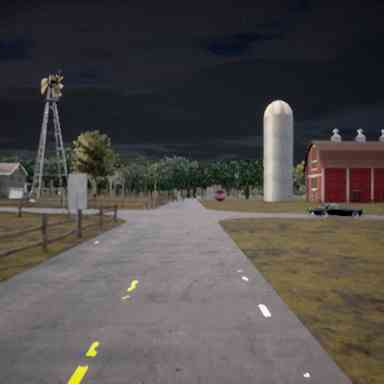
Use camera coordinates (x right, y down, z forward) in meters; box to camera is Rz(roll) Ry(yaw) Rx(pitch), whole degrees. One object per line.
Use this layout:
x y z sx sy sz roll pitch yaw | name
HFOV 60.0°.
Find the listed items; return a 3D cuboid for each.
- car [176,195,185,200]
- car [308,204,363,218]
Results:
-2.946 1.618 83.409 1.837 1.490 4.892 0 0 0 | car
13.880 1.803 32.244 4.718 1.301 1.895 1 0 0 | car
